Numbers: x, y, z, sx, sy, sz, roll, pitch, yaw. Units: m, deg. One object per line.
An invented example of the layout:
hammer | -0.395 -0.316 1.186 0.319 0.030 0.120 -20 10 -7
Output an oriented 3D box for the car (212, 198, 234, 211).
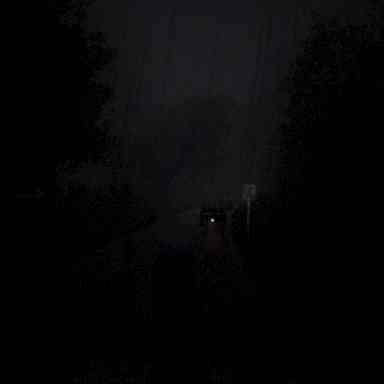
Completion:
car | 4.230 1.553 42.578 2.128 1.511 4.902 1 1 10

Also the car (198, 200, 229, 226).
car | 1.622 1.627 24.500 1.837 1.490 4.892 0 0 6

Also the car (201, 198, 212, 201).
car | 2.044 1.548 46.747 1.895 1.301 4.718 1 2 12
